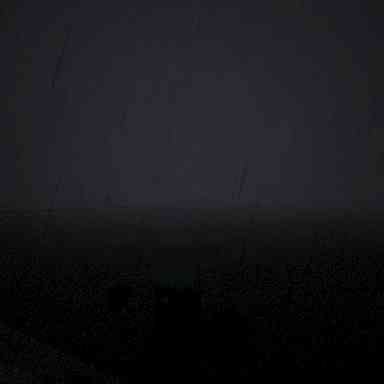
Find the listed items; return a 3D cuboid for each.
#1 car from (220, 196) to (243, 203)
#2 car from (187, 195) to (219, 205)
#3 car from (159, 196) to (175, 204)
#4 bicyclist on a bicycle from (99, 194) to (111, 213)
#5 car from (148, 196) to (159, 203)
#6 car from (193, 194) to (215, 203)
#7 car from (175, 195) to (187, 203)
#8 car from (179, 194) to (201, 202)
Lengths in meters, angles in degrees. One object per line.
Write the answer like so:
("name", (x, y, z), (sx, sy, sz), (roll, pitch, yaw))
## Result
("car", (7.781, 1.443, 62.365), (1.895, 1.301, 4.718), (0, 0, 35))
("car", (1.821, 1.321, 53.744), (1.882, 1.535, 5.008), (0, 0, 35))
("car", (-3.195, 1.370, 58.769), (1.994, 1.385, 4.181), (0, 0, 35))
("bicyclist on a bicycle", (-8.223, 1.023, 31.849), (1.656, 1.620, 0.582), (34, 17, 27))
("car", (-6.025, 1.351, 60.821), (1.994, 1.385, 4.181), (0, 0, 35))
("car", (2.497, 1.283, 67.025), (1.882, 1.535, 5.008), (0, 0, 35))
("car", (-0.321, 1.389, 56.772), (1.994, 1.385, 4.181), (0, 0, 35))
("car", (-0.374, 1.253, 69.027), (1.882, 1.535, 5.008), (0, 0, 35))
